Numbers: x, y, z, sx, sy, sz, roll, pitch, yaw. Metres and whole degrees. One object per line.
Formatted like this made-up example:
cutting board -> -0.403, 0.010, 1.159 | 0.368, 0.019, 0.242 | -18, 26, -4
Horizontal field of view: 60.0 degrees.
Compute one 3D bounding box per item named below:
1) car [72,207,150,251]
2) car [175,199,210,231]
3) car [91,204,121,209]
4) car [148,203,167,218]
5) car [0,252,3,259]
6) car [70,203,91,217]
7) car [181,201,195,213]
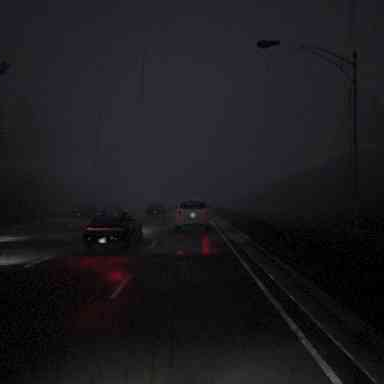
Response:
car -> -3.432, 1.671, 15.128 | 2.128, 1.511, 4.902 | 0, -1, 0
car -> 0.035, 1.486, 22.874 | 2.150, 2.045, 5.566 | 0, 0, 0
car -> -7.041, 1.896, 29.604 | 2.033, 1.411, 5.357 | 0, -1, -1
car -> -3.683, 1.885, 35.177 | 1.882, 1.535, 5.008 | 0, 0, -2
car -> -6.911, 1.650, 8.071 | 2.033, 1.411, 5.357 | 0, -1, 0
car -> -10.639, 1.888, 33.407 | 2.128, 1.511, 4.902 | 0, -1, -2
car -> -0.587, 2.062, 46.765 | 1.812, 1.442, 4.674 | 0, 0, -2
